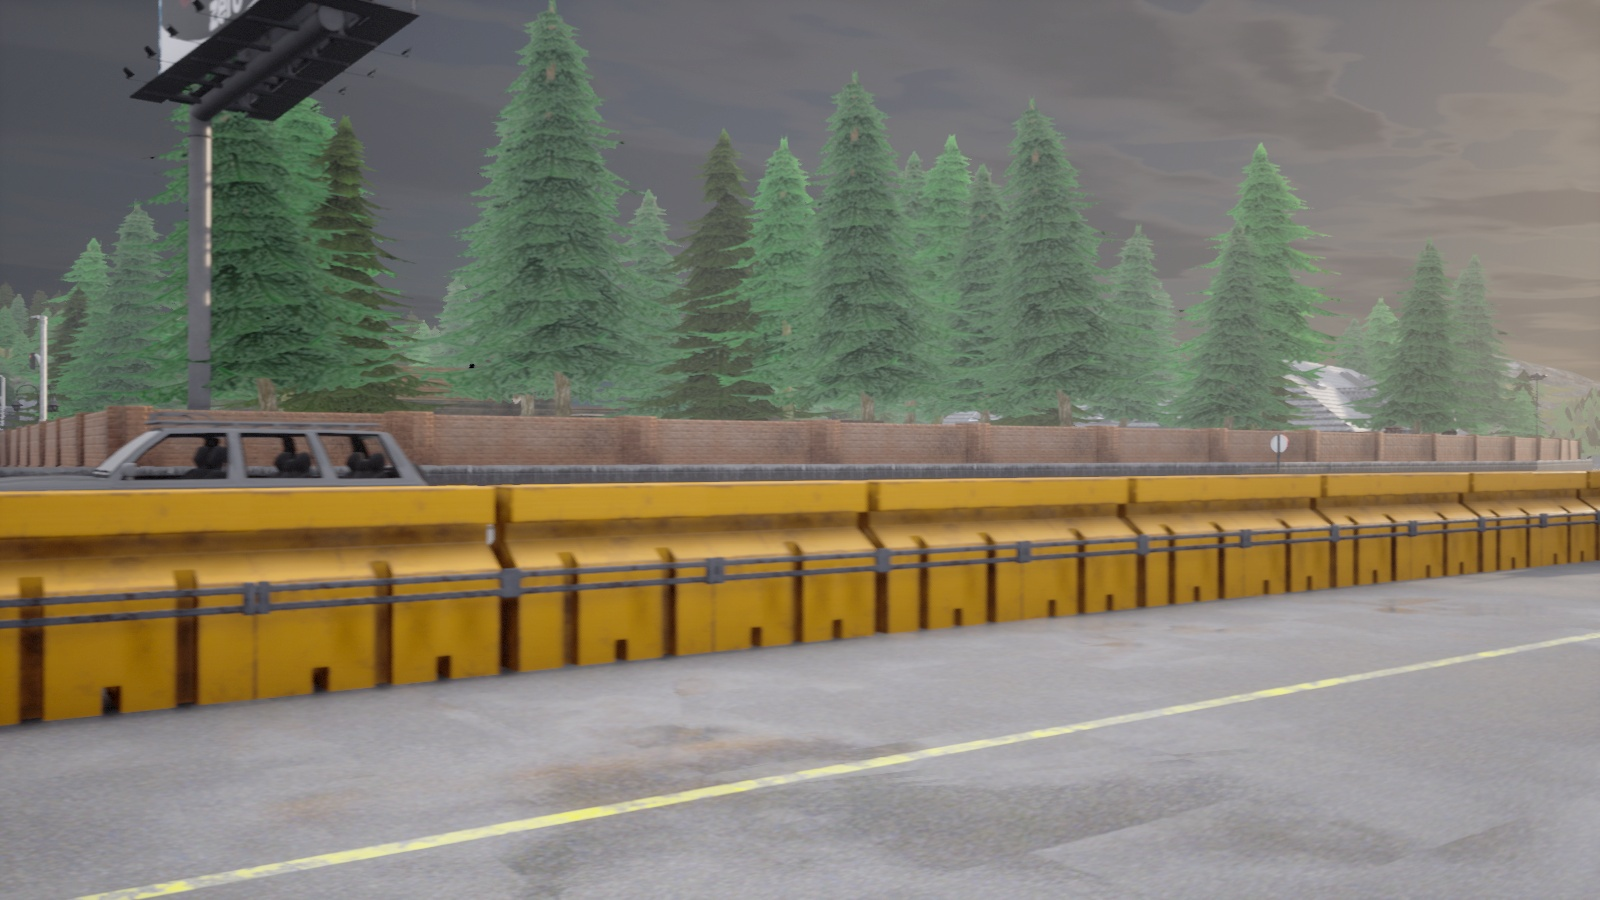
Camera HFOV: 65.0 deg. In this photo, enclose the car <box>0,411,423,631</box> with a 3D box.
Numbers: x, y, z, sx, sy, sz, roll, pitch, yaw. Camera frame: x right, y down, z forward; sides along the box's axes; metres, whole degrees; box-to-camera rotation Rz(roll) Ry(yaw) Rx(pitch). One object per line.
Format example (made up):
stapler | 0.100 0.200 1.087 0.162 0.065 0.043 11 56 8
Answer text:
car | -6.234 0.604 12.114 4.605 1.855 1.932 0 0 -35
